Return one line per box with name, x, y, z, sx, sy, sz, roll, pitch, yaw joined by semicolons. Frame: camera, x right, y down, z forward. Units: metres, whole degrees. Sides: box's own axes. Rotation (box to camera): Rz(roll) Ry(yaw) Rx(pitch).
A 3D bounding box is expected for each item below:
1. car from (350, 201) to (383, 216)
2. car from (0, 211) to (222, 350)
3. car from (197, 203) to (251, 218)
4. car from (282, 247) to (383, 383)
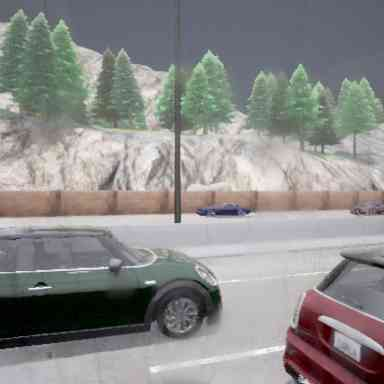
car;16.870;1.562;31.023;4.181;1.385;1.994;0;0;-23
car;-1.806;1.351;5.540;4.553;1.767;2.097;0;0;-18
car;2.746;1.599;29.391;4.718;1.301;1.895;0;0;-19
car;3.360;1.352;3.550;4.553;1.767;2.097;0;0;-18
